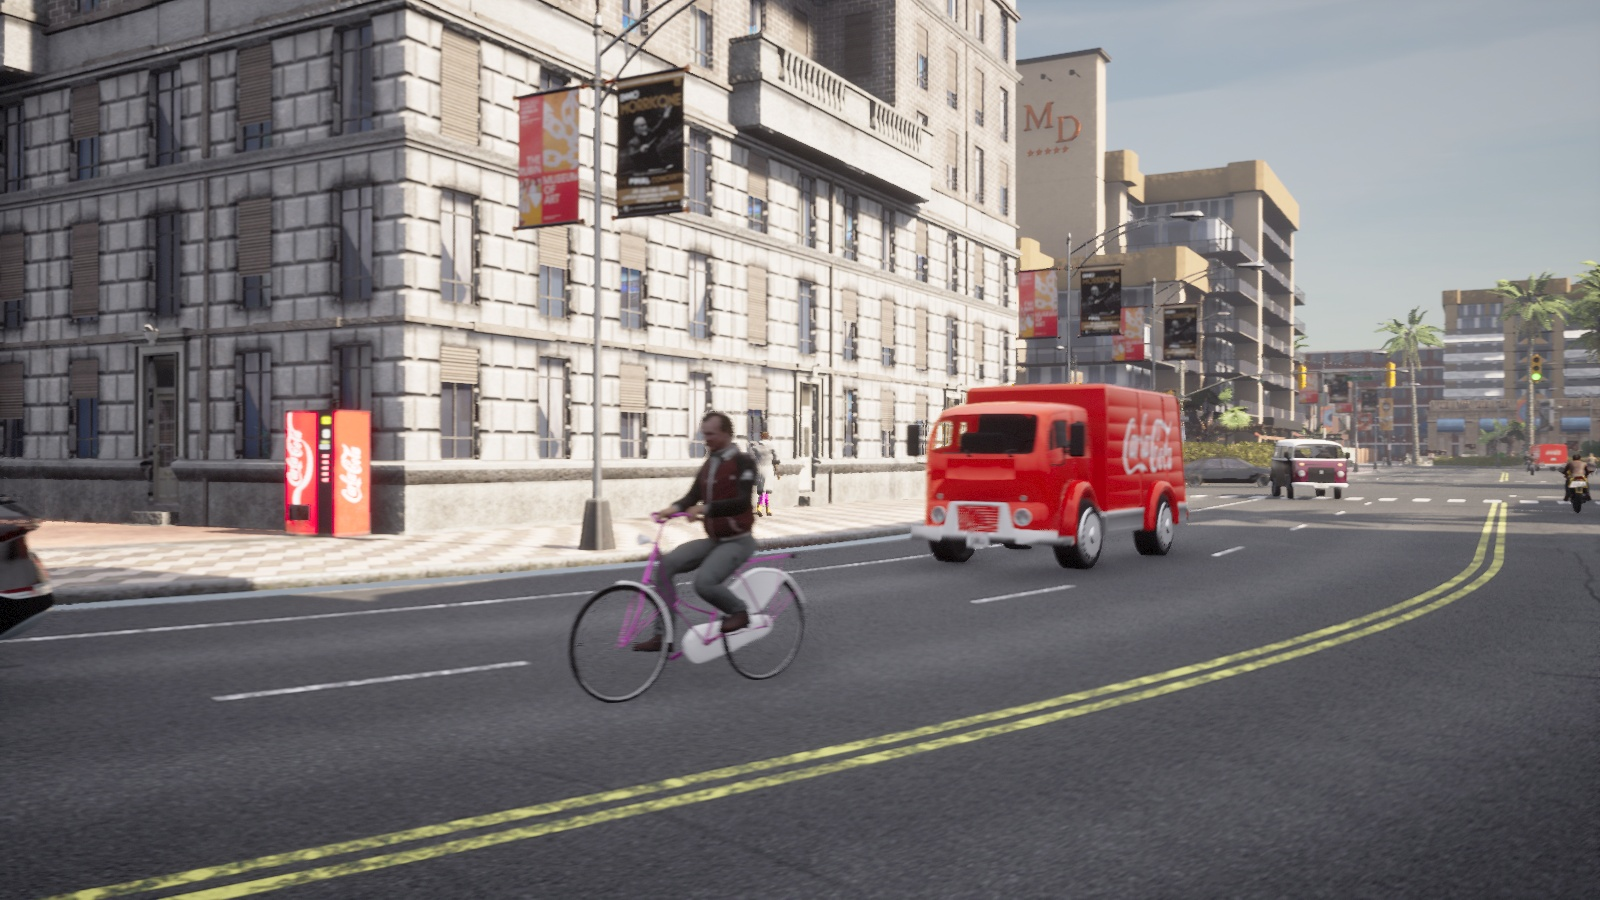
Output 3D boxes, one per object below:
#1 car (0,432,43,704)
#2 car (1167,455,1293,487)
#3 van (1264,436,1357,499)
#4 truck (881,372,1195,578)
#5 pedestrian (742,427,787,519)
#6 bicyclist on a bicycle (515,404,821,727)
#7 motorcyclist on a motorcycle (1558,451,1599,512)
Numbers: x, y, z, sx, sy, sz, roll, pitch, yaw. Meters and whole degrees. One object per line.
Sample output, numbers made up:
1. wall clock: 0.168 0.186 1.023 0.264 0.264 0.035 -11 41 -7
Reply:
1. car: -7.232 0.717 7.145 4.856 1.649 2.033 0 0 -36
2. car: 19.596 0.924 57.388 5.357 1.411 2.033 0 0 18
3. van: 17.383 0.560 42.982 2.069 2.038 4.480 0 0 11
4. truck: 3.580 0.306 17.932 2.627 2.467 5.204 0 0 33
5. pedestrian: -0.763 0.491 27.179 0.659 1.952 0.873 0 0 23
6. bicyclist on a bicycle: -0.773 0.643 7.777 1.843 1.776 0.659 0 -1 -42
7. motorcyclist on a motorcycle: 19.933 0.777 32.162 0.797 1.523 2.044 0 0 29
